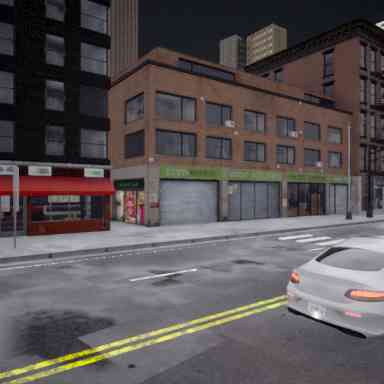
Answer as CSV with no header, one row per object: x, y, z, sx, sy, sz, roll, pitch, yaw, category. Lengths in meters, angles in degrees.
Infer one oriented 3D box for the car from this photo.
3.719,1.526,6.094,4.674,1.442,1.812,0,0,-34,car
